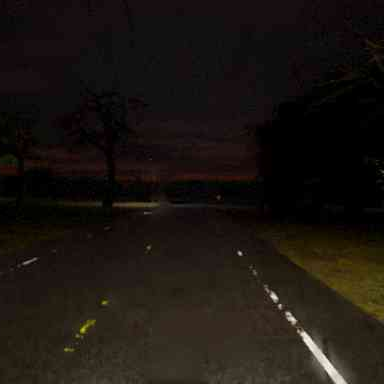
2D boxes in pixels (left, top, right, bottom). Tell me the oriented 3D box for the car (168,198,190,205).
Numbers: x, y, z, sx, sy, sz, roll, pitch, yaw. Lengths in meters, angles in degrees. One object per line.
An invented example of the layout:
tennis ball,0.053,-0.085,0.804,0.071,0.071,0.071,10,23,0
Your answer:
car,-2.922,2.247,75.216,5.008,1.535,1.882,2,0,0

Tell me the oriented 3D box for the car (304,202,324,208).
car,30.079,3.245,82.029,4.902,1.511,2.128,2,0,0
